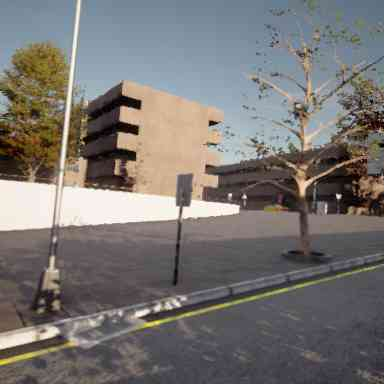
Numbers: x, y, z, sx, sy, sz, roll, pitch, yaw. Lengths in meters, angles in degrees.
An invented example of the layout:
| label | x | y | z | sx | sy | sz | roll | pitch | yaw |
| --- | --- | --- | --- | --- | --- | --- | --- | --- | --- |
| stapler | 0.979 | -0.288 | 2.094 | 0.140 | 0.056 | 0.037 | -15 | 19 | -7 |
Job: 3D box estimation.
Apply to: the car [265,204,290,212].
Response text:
| label | x | y | z | sx | sy | sz | roll | pitch | yaw |
| --- | --- | --- | --- | --- | --- | --- | --- | --- | --- |
| car | 14.200 | 2.797 | 55.487 | 1.882 | 1.535 | 5.008 | 6 | -5 | -24 |
